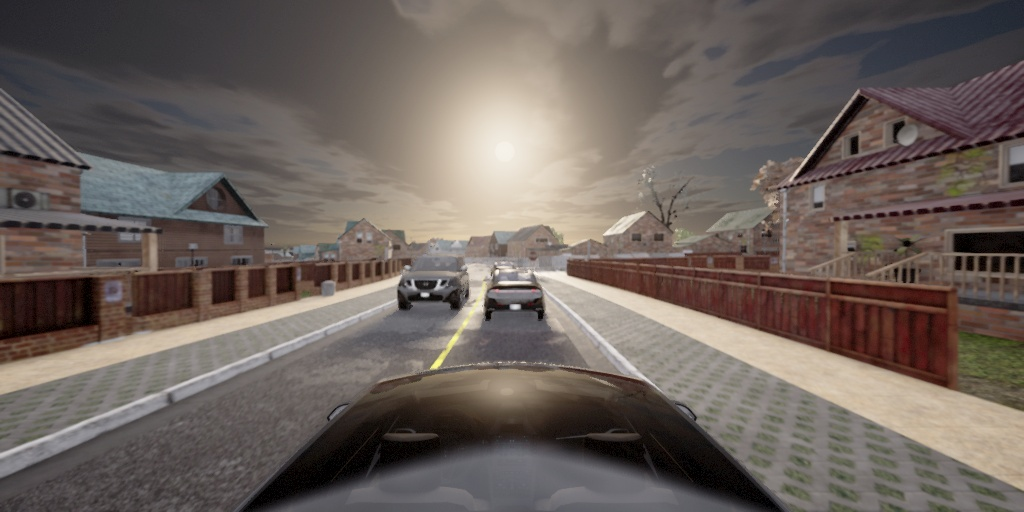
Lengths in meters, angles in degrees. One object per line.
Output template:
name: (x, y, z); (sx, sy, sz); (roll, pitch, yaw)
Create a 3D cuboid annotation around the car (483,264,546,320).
car: (0.026, 1.203, 12.414); (2.128, 1.511, 4.902); (0, 0, -2)

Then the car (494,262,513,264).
car: (-0.621, 1.168, 25.200); (2.128, 1.511, 4.902); (0, 0, -4)

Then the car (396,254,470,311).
car: (-2.964, 0.930, 14.660); (2.150, 2.045, 5.566); (0, 0, -2)
